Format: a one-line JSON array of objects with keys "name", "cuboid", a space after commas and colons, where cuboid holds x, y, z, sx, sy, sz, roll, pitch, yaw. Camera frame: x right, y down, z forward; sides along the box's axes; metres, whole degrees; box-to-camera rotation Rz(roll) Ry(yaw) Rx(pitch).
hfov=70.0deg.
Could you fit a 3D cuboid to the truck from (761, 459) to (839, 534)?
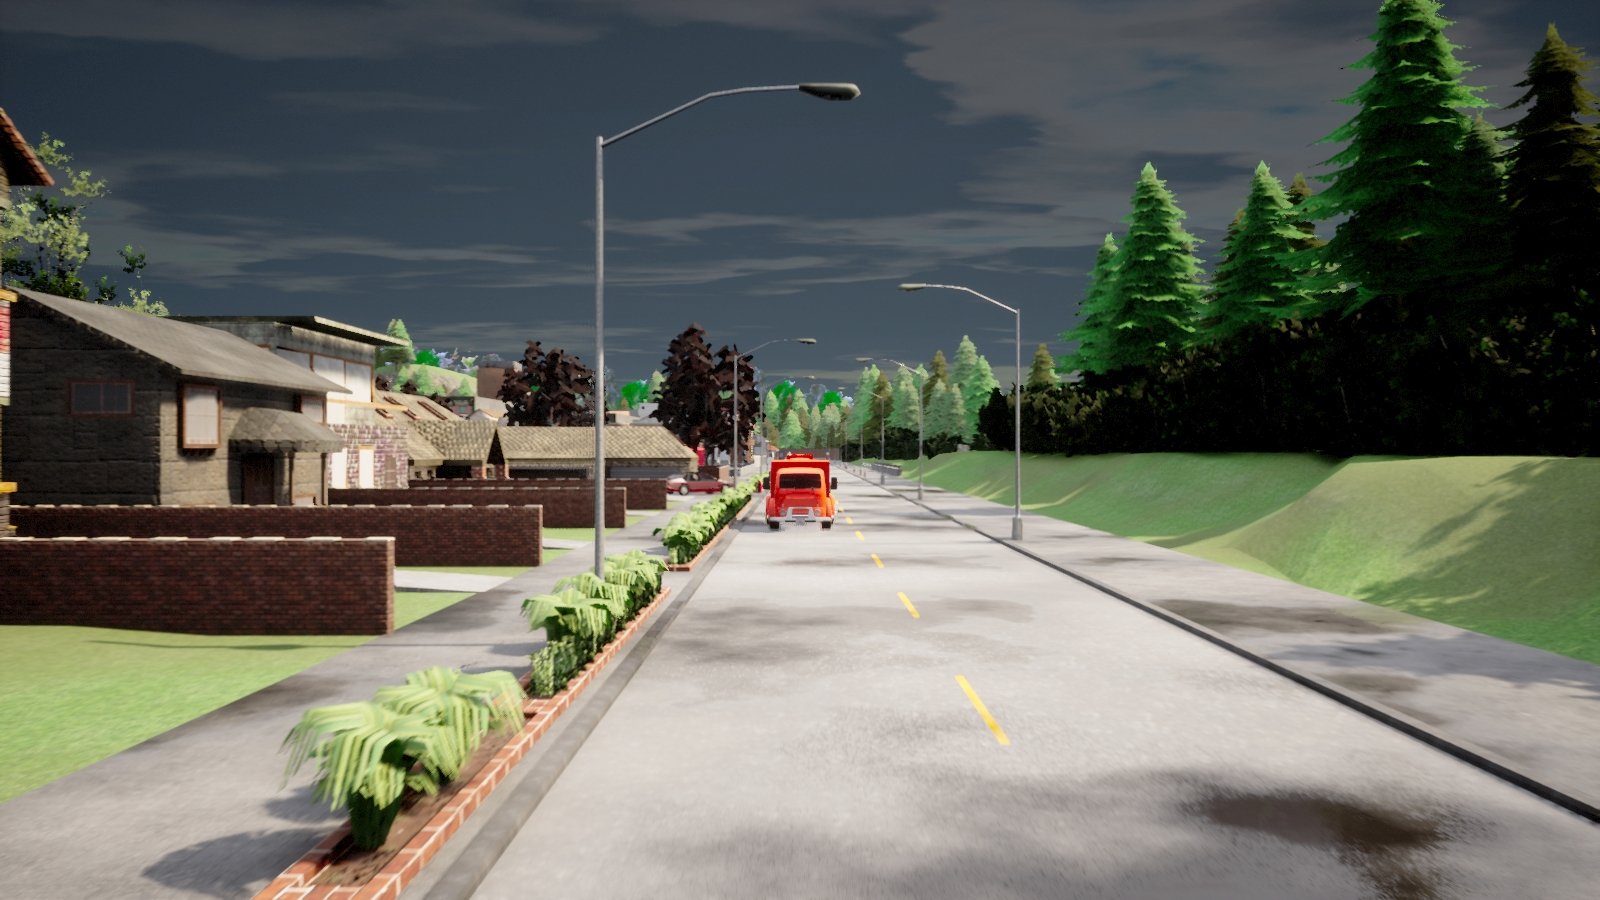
[{"name": "truck", "cuboid": [0.005, 1.568, 40.788, 2.627, 2.467, 5.204, 0, 0, 0]}]
